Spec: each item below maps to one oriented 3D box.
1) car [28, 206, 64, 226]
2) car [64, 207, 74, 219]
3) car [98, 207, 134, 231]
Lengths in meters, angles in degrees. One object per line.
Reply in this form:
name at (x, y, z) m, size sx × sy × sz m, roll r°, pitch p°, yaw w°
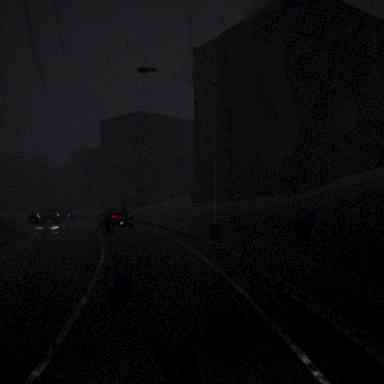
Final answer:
car at (-13.805, 2.124, 30.961) m, size 2.097 × 1.767 × 4.553 m, roll -2°, pitch -1°, yaw -35°
car at (-15.294, 2.514, 38.908) m, size 1.812 × 1.442 × 4.674 m, roll -2°, pitch -1°, yaw -40°
car at (-5.479, 1.842, 23.535) m, size 2.128 × 1.511 × 4.902 m, roll -1°, pitch -1°, yaw -24°
